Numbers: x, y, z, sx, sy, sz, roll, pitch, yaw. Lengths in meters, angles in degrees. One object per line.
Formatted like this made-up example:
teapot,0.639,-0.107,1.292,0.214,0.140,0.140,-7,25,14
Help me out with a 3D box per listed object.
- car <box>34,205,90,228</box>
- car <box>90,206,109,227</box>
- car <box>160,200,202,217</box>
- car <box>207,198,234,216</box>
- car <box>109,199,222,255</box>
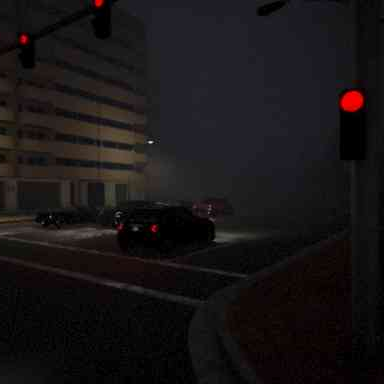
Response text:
car,-7.898,1.571,22.228,1.895,1.301,4.718,0,0,35
car,-3.941,1.328,21.777,2.097,1.767,4.553,0,0,35
car,-0.984,1.533,32.107,1.994,1.385,4.181,0,0,35
car,1.933,1.328,30.169,2.097,1.767,4.553,0,0,35
car,-0.871,1.339,13.655,2.097,1.767,4.553,0,0,32
